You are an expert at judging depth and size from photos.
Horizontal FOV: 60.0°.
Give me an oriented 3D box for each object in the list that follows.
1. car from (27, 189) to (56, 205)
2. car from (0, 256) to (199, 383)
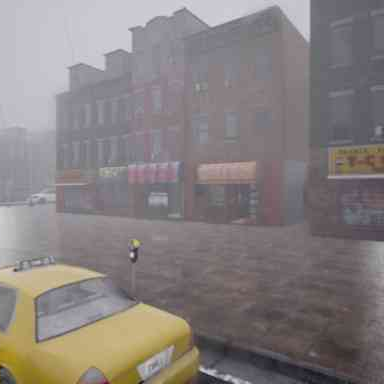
[{"bbox_3d":[-18.859,0.586,44.297,2.150,2.045,5.566,0,2,35],"label":"car"},{"bbox_3d":[-2.205,1.529,4.384,4.829,1.417,1.752,0,0,36],"label":"car"}]
